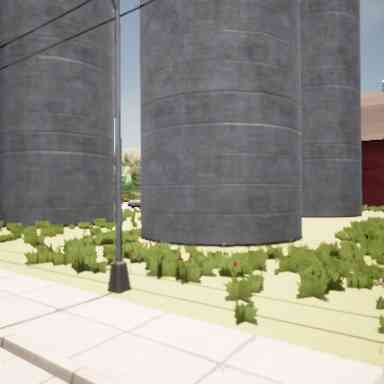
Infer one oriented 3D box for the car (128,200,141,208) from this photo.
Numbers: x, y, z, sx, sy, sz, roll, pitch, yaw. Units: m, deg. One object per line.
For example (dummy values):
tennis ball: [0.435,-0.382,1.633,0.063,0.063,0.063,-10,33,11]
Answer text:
car: [-7.837,1.896,52.334,2.033,1.411,5.357,-1,0,35]
